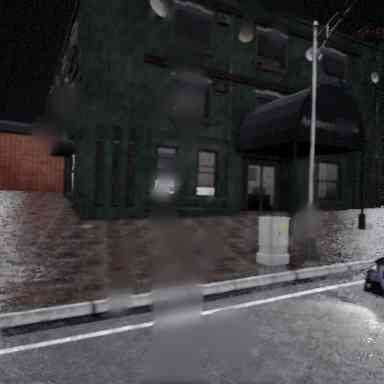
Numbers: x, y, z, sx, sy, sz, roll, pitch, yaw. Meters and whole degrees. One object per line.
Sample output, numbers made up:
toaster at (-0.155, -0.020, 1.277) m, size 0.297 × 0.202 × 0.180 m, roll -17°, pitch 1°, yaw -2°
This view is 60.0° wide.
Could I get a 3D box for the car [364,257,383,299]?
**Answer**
car at (5.607, 1.552, 6.853) m, size 4.181 × 1.385 × 1.994 m, roll 0°, pitch 0°, yaw -26°
